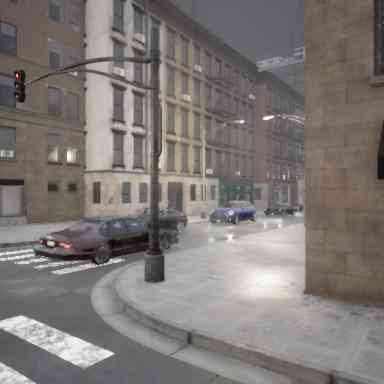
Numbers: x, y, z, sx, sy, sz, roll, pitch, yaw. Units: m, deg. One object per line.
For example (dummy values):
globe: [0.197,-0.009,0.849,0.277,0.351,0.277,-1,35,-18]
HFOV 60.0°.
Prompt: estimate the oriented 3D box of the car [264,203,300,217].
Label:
car: [8.910,1.775,33.360,1.895,1.301,4.718,0,0,35]

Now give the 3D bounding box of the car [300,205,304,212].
car: [14.838,1.831,41.633,1.895,1.301,4.718,0,0,36]

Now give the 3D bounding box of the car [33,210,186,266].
car: [-2.721,1.593,11.892,2.033,1.411,5.357,0,0,35]

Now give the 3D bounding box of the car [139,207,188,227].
car: [-2.149,1.566,17.830,2.128,1.511,4.902,0,0,35]

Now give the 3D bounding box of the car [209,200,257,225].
car: [3.190,1.475,25.350,2.097,1.767,4.553,0,0,36]
